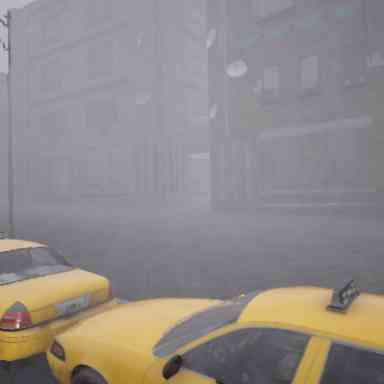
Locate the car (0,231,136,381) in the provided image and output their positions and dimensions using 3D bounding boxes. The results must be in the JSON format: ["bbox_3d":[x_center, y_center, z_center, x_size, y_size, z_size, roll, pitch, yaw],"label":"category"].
[{"bbox_3d":[-3.668,1.480,5.852,5.366,1.575,1.946,0,0,35],"label":"car"}]
